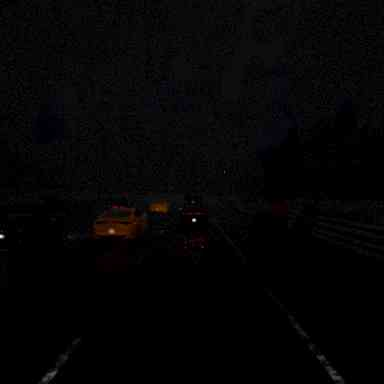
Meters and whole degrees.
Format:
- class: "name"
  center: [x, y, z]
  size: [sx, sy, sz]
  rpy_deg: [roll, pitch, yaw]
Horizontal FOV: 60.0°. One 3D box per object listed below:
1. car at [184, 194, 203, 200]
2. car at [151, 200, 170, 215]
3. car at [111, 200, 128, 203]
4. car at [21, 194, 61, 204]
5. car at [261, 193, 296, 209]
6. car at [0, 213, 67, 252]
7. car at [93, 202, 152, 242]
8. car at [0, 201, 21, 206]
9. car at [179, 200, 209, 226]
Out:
- class: "car"
  center: [0.161, 1.276, 40.721]
  size: [2.150, 2.045, 5.566]
  rpy_deg: [0, 0, 0]
- class: "car"
  center: [-3.346, 1.522, 34.620]
  size: [1.882, 1.535, 5.008]
  rpy_deg: [0, 0, 0]
- class: "car"
  center: [-6.851, 1.532, 31.946]
  size: [2.128, 1.511, 4.902]
  rpy_deg: [0, 0, 0]
- class: "car"
  center: [-17.441, 1.260, 39.422]
  size: [2.150, 2.045, 5.566]
  rpy_deg: [0, 0, 0]
- class: "car"
  center: [11.342, 1.148, 43.820]
  size: [2.150, 2.045, 5.566]
  rpy_deg: [0, 0, -20]
- class: "car"
  center: [-6.878, 1.583, 14.009]
  size: [1.994, 1.385, 4.181]
  rpy_deg: [0, 0, 0]
- class: "car"
  center: [-3.375, 1.499, 16.448]
  size: [1.882, 1.535, 5.008]
  rpy_deg: [0, 0, 0]
- class: "car"
  center: [-20.947, 1.654, 38.870]
  size: [1.895, 1.301, 4.718]
  rpy_deg: [0, 0, 0]
- class: "car"
  center: [0.137, 1.533, 23.348]
  size: [1.837, 1.490, 4.892]
  rpy_deg: [0, 0, 0]
